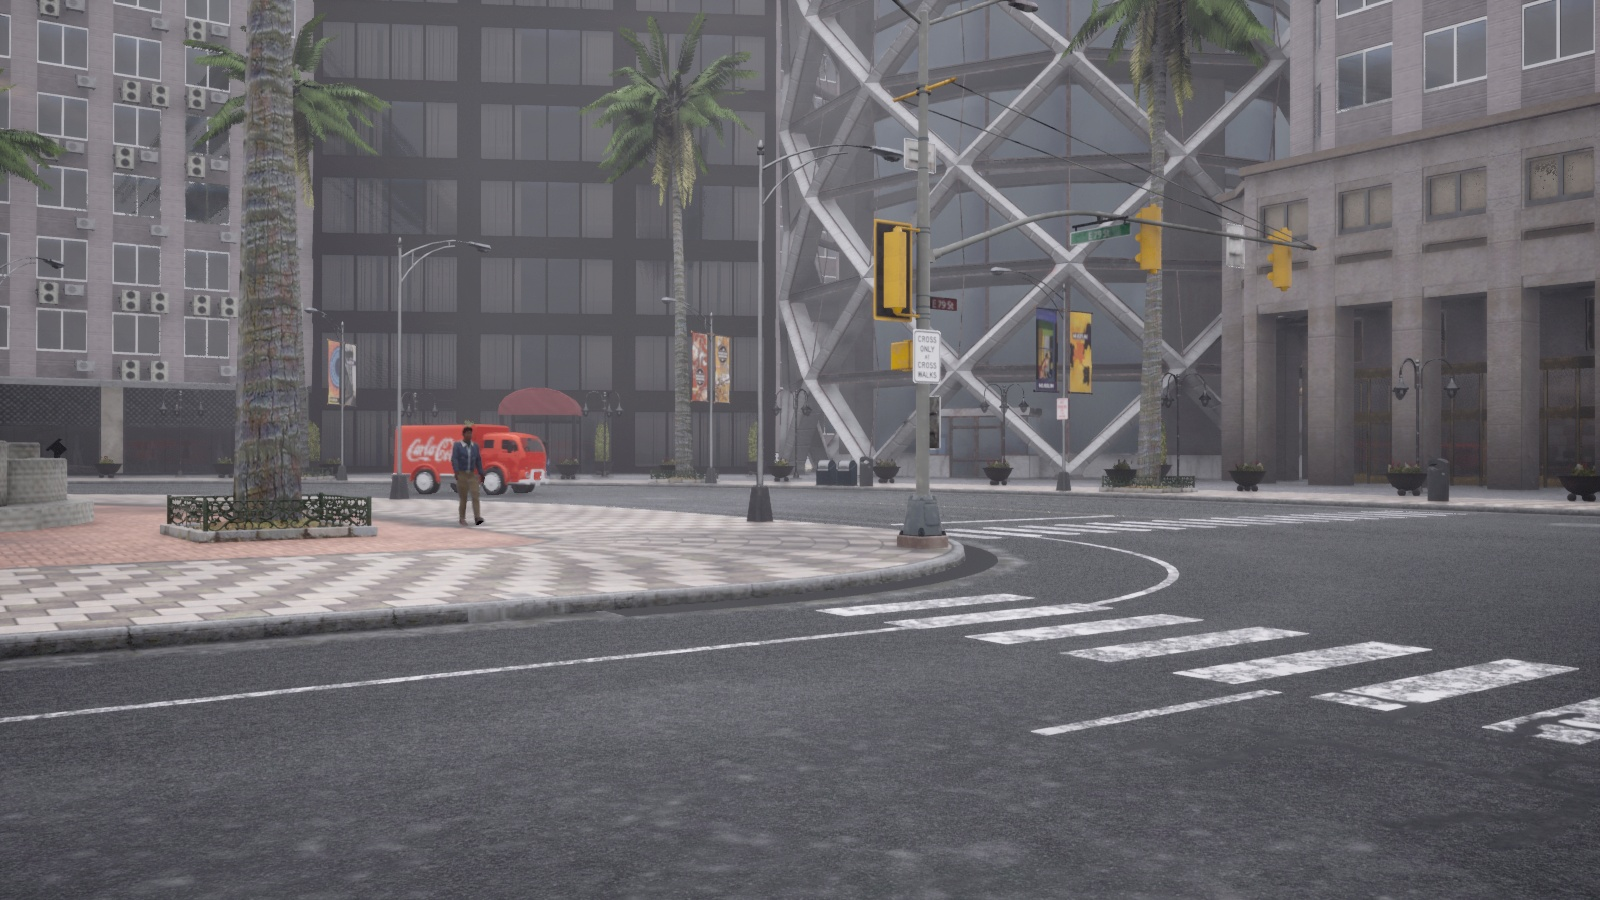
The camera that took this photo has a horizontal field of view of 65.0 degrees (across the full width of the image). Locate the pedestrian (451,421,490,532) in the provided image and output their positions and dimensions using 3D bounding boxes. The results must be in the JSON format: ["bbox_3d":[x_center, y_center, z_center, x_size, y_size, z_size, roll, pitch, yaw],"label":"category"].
[{"bbox_3d":[-5.900,0.469,22.476,0.423,1.949,0.788,0,0,-36],"label":"pedestrian"}]

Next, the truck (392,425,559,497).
[{"bbox_3d":[-11.562,0.392,44.804,5.204,2.467,2.627,0,0,20],"label":"truck"}]
